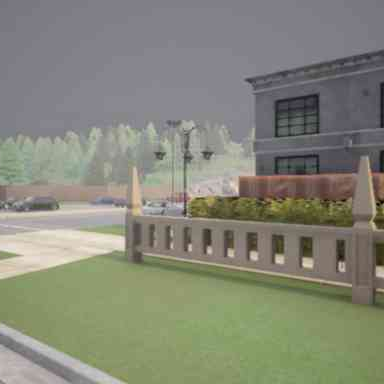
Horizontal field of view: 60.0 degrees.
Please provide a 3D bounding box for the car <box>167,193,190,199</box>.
[{"bbox_3d":[-2.680,1.148,65.661,2.150,2.045,5.566,0,0,36],"label":"car"}]

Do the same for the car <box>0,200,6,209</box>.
[{"bbox_3d":[-21.198,1.310,40.413,2.128,1.511,4.902,0,0,36],"label":"car"}]

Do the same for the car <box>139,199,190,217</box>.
[{"bbox_3d":[-2.313,1.518,28.691,1.895,1.301,4.718,0,0,36],"label":"car"}]

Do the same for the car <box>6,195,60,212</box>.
[{"bbox_3d":[-16.456,1.202,35.046,2.097,1.767,4.553,0,0,36],"label":"car"}]

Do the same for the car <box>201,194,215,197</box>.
[{"bbox_3d":[2.871,1.201,61.397,2.097,1.767,4.553,0,0,36],"label":"car"}]

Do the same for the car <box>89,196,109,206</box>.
[{"bbox_3d":[-13.488,1.345,50.979,1.812,1.442,4.674,0,0,36],"label":"car"}]

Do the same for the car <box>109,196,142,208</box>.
[{"bbox_3d":[-8.570,1.328,45.858,1.882,1.535,5.008,0,0,36],"label":"car"}]
